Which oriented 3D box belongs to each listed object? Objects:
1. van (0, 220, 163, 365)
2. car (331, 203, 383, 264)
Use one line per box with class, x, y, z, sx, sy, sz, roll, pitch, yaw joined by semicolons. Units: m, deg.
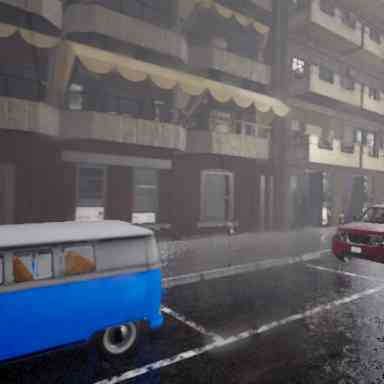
van;-2.331;1.341;4.408;3.998;1.788;1.690;0;1;-35
car;6.676;1.311;10.828;5.009;1.841;2.192;0;1;-35
